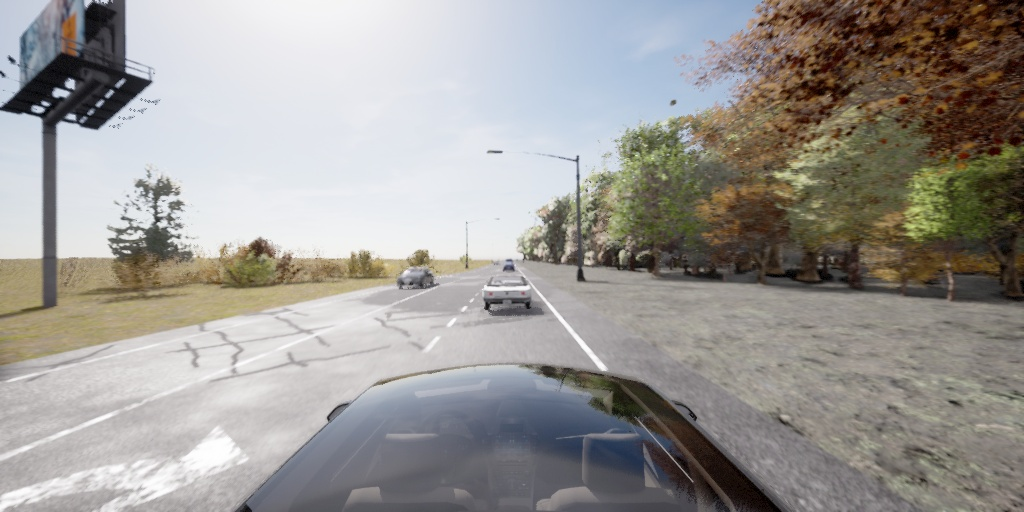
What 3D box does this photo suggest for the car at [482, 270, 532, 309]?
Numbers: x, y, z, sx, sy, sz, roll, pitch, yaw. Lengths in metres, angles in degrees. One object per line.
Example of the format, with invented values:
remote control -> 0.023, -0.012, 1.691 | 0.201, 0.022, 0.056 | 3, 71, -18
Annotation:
car -> -0.201, 1.463, 15.696 | 1.895, 1.301, 4.718 | -1, 0, 0

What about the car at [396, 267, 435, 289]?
car -> -7.181, 1.577, 27.073 | 2.128, 1.511, 4.902 | -1, 0, 1

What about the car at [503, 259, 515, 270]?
car -> -0.523, 1.706, 59.126 | 1.812, 1.442, 4.674 | -1, 0, 0
